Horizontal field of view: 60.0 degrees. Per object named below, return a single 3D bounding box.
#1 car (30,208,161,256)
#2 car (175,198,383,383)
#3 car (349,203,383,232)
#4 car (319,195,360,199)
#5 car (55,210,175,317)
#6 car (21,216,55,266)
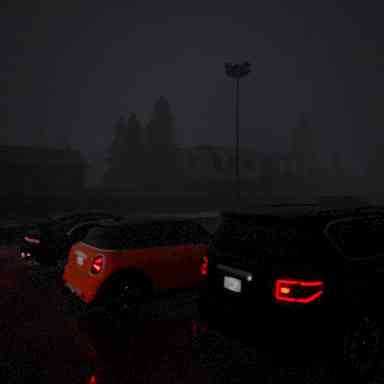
[{"bbox_3d":[-3.901,1.512,13.860,4.892,1.490,1.837,0,0,-35],"label":"car"},{"bbox_3d":[2.678,1.230,5.654,5.566,2.045,2.150,0,0,-35],"label":"car"},{"bbox_3d":[12.330,1.528,21.131,4.902,1.511,2.128,0,0,-35],"label":"car"},{"bbox_3d":[11.498,1.260,24.838,5.566,2.045,2.150,0,0,-35],"label":"car"},{"bbox_3d":[-0.459,1.359,7.716,4.553,1.767,2.097,0,0,-36],"label":"car"},{"bbox_3d":[-2.632,1.498,10.467,4.902,1.511,2.128,0,0,-35],"label":"car"}]
